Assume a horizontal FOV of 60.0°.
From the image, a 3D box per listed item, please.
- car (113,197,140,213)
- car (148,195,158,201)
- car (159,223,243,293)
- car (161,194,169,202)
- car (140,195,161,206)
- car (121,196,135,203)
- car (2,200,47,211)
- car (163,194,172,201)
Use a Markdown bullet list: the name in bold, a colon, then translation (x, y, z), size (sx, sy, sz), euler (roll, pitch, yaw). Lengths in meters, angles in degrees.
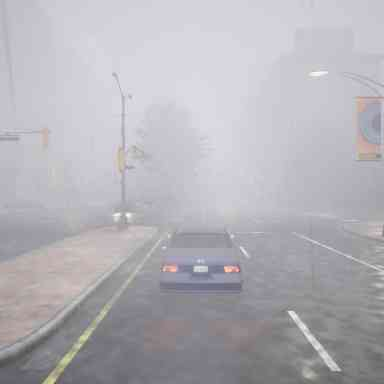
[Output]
- **car**: translation (-7.414, 1.564, 37.120), size (1.994, 1.385, 4.181), euler (0, 0, 1)
- **car**: translation (-9.930, 1.500, 84.063), size (1.837, 1.490, 4.892), euler (0, 0, 1)
- **car**: translation (0.232, 1.547, 8.987), size (2.033, 1.411, 5.357), euler (0, 0, 1)
- **car**: translation (-6.661, 1.355, 71.774), size (2.097, 1.767, 4.553), euler (0, 0, 1)
- **car**: translation (-7.031, 1.547, 56.651), size (2.033, 1.411, 5.357), euler (0, 0, 1)
- **car**: translation (-13.447, 1.595, 69.884), size (1.895, 1.301, 4.718), euler (0, 0, 1)
- **car**: translation (-20.347, 1.601, 40.434), size (4.718, 1.301, 1.895), euler (0, 0, -14)
- **car**: translation (-6.378, 1.355, 86.792), size (2.097, 1.767, 4.553), euler (0, 0, 1)
